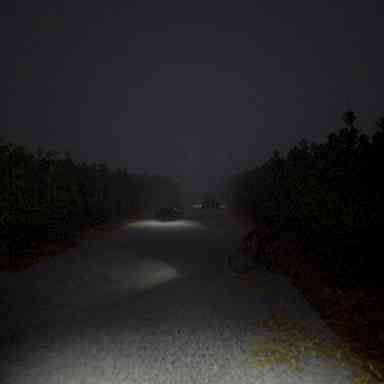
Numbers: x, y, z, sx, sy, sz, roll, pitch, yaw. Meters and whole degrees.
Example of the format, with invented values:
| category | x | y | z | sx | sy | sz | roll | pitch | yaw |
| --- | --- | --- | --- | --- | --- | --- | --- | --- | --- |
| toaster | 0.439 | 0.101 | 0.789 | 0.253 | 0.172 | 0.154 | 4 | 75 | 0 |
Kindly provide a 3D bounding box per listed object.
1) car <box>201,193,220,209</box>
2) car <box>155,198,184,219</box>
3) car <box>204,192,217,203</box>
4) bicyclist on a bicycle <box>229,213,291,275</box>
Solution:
| category | x | y | z | sx | sy | sz | roll | pitch | yaw |
| --- | --- | --- | --- | --- | --- | --- | --- | --- | --- |
| car | 2.023 | 1.110 | 36.741 | 1.812 | 1.442 | 4.674 | 0 | 2 | 4 |
| car | -1.716 | 1.255 | 26.749 | 1.882 | 1.535 | 5.008 | 0 | 1 | 3 |
| car | 2.779 | 0.819 | 50.457 | 1.882 | 1.535 | 5.008 | 0 | 0 | 4 |
| bicyclist on a bicycle | 1.800 | 1.379 | 8.803 | 1.656 | 1.620 | 0.582 | 0 | 0 | 3 |
